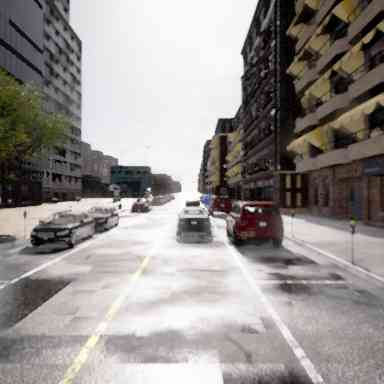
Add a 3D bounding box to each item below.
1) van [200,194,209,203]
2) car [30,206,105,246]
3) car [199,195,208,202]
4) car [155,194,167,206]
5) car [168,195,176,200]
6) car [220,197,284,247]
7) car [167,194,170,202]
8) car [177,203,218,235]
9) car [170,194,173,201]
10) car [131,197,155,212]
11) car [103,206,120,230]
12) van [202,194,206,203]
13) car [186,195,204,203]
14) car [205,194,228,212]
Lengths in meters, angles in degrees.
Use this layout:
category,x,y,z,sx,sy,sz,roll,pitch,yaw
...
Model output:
category,x,y,z,sx,sy,sz,roll,pitch,yaw
van,2.713,1.294,71.573,1.690,1.788,3.998,1,0,0
car,-5.679,1.553,15.082,2.008,1.369,4.403,1,0,0
car,2.710,1.510,77.219,1.947,1.339,4.313,1,0,0
car,-5.645,1.417,54.603,1.967,1.590,4.097,1,0,0
car,-5.635,1.456,94.124,1.887,1.381,4.507,1,0,0
car,2.705,1.316,15.110,2.192,1.841,5.009,1,0,0
car,-5.638,1.410,60.250,1.967,1.590,4.097,1,0,0
car,0.102,1.548,18.770,2.033,1.411,5.357,0,0,0
car,-5.638,1.498,71.541,1.887,1.381,4.507,1,0,0
car,-5.678,1.432,37.666,1.967,1.590,4.097,1,0,0
car,-5.678,1.551,20.729,2.008,1.369,4.403,1,0,0
van,2.709,1.324,48.987,1.690,1.788,3.998,1,0,0
car,0.106,1.479,42.650,2.128,1.511,4.902,0,0,0
car,2.707,1.310,32.048,2.192,1.841,5.009,1,0,0
